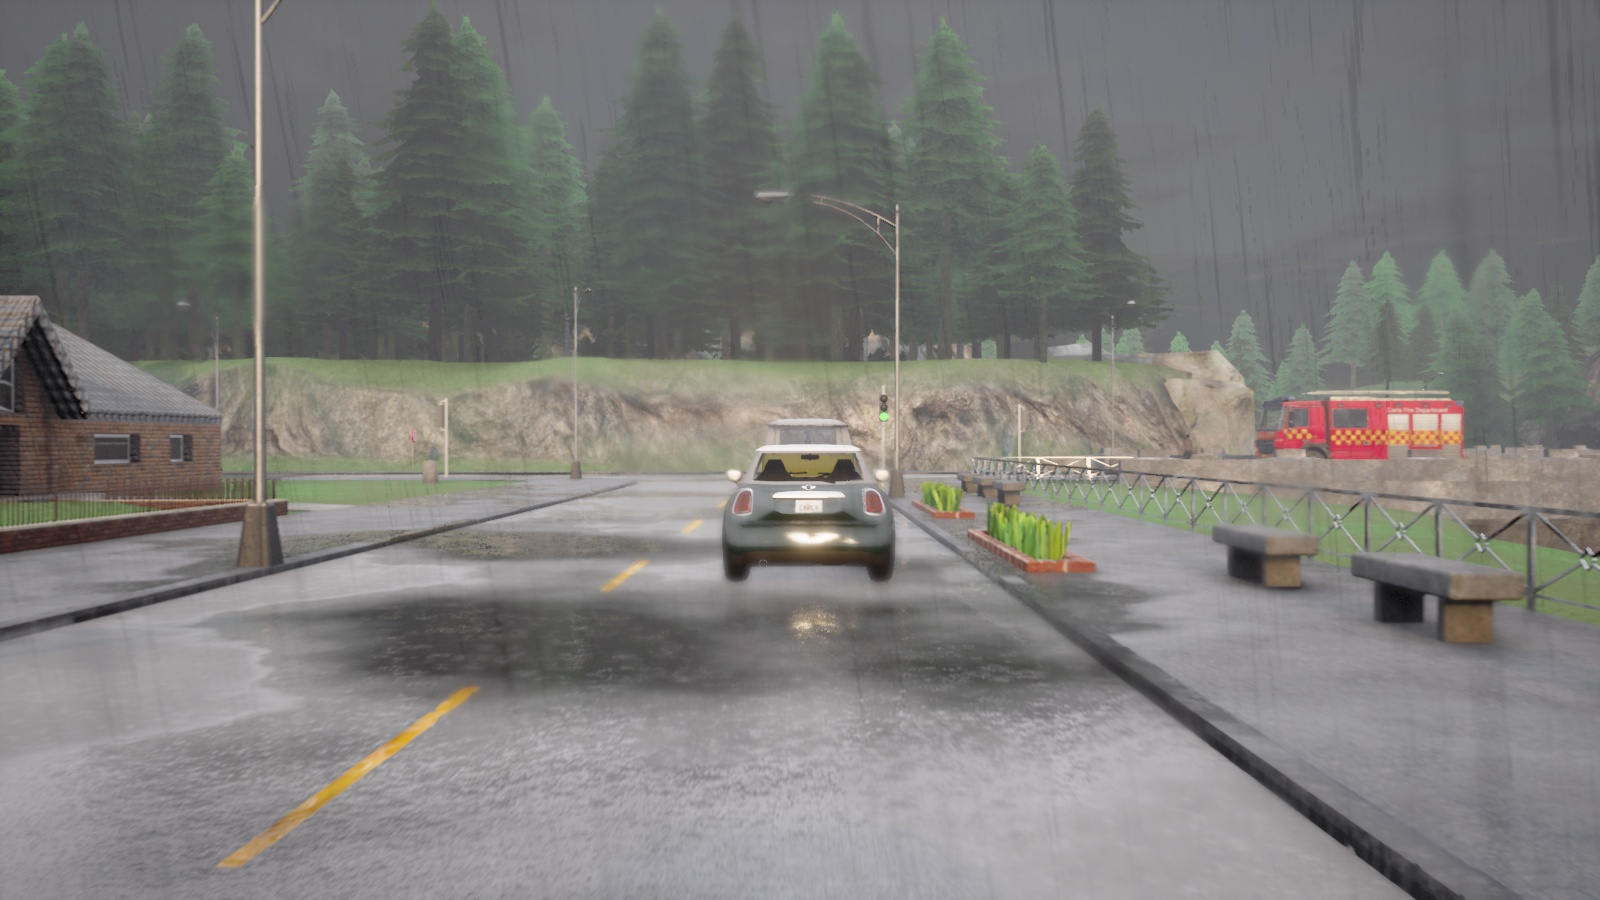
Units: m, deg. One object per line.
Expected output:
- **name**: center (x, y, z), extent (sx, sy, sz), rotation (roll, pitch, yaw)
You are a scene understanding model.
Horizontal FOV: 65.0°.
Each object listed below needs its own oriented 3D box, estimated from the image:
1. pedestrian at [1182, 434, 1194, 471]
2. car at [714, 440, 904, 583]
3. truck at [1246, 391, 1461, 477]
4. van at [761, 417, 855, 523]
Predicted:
- **pedestrian**: center (18.854, 0.127, 61.052), extent (0.328, 1.805, 0.869), rotation (0, 0, 2)
- **car**: center (0.101, 0.628, 14.902), extent (1.970, 1.475, 3.806), rotation (0, 0, 0)
- **truck**: center (25.007, -0.719, 57.014), extent (8.468, 3.827, 2.891), rotation (0, 0, 0)
- **van**: center (0.164, 0.354, 25.779), extent (1.775, 1.987, 4.442), rotation (0, 0, 0)
